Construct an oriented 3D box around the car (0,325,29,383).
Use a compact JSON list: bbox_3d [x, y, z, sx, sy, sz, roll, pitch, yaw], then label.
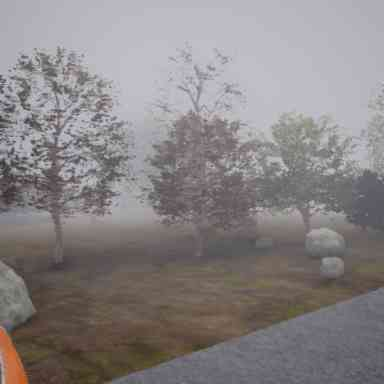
[{"bbox_3d":[-2.872,1.347,1.026,4.553,1.767,2.097,0,0,-35],"label":"car"}]
